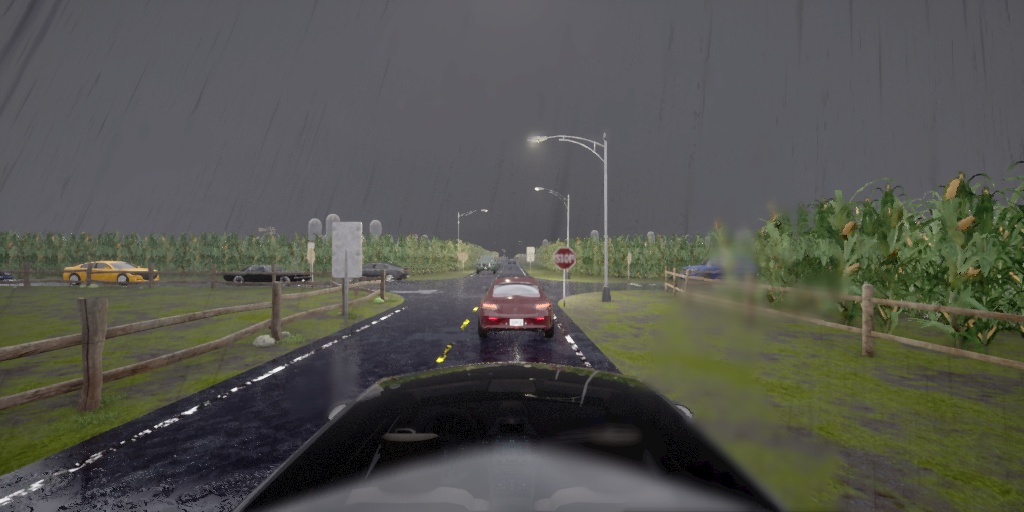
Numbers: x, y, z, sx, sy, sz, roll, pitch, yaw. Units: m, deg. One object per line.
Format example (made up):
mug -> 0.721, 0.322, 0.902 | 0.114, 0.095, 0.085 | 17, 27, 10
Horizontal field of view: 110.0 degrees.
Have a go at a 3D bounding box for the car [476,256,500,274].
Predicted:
car -> -2.839, 0.961, 41.138 | 2.150, 2.045, 5.566 | 0, 0, 0

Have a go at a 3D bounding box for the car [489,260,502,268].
car -> -2.819, 1.325, 61.502 | 1.895, 1.301, 4.718 | 0, 0, 0

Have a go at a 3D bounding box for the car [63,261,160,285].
car -> -25.913, 1.072, 23.311 | 5.008, 1.535, 1.882 | 0, -1, 1

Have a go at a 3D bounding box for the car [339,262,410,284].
car -> -9.970, 1.216, 26.096 | 4.892, 1.490, 1.837 | 0, -1, 1

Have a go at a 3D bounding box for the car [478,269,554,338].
car -> 0.099, 1.276, 10.112 | 1.812, 1.442, 4.674 | 0, 0, 0

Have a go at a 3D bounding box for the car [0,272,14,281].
car -> -36.249, 1.090, 23.423 | 5.357, 1.411, 2.033 | 0, -1, 1

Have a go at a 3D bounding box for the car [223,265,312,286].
car -> -15.684, 1.251, 23.208 | 4.718, 1.301, 1.895 | 0, -1, 1

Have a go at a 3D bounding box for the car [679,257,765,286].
car -> 15.132, 1.093, 25.844 | 5.566, 2.045, 2.150 | 0, -1, 1
